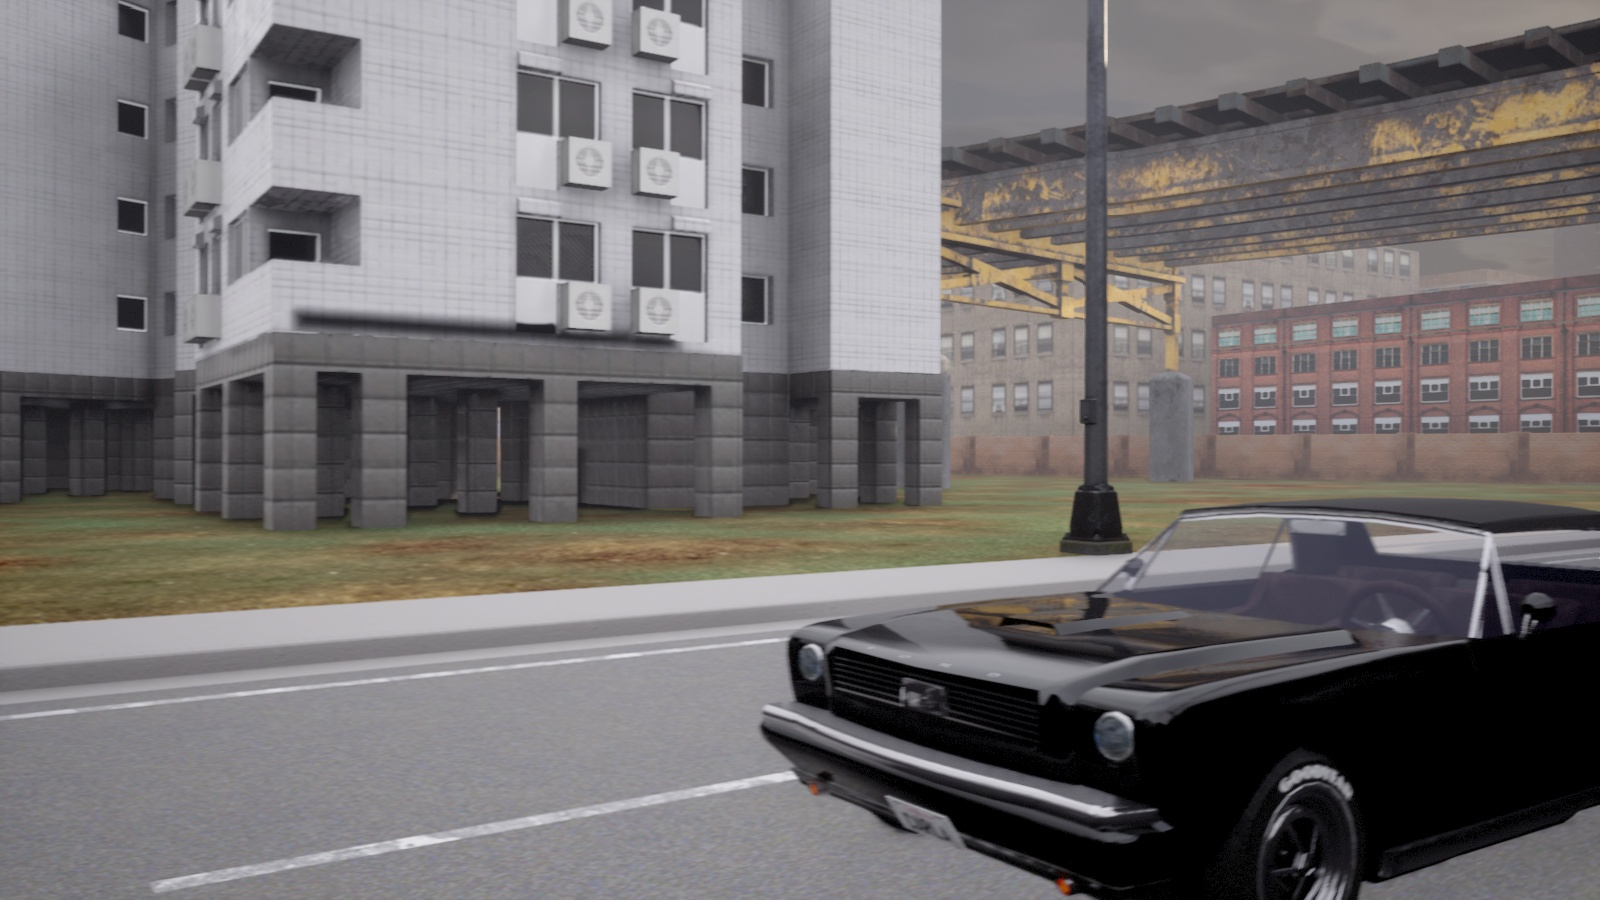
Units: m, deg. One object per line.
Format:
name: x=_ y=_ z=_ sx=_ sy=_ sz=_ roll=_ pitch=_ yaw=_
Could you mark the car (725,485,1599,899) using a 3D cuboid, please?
car: x=2.209 y=0.853 z=5.175 sx=4.718 sy=1.301 sz=1.895 roll=0 pitch=0 yaw=-34
